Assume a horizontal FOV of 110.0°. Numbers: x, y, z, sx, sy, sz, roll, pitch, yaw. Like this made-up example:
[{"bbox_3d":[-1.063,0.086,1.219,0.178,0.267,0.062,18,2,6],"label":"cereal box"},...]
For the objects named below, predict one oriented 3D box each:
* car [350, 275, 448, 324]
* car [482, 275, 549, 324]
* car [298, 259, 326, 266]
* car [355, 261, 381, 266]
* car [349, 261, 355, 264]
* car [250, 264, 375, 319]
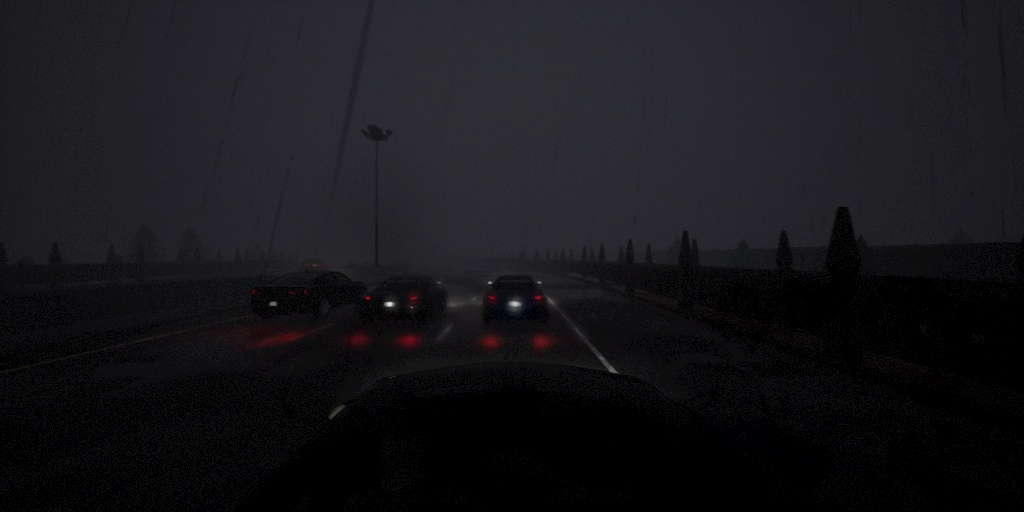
[{"bbox_3d":[-3.402,1.312,11.981,1.994,1.385,4.181,0,0,0],"label":"car"},{"bbox_3d":[0.100,1.312,11.976,1.994,1.385,4.181,0,0,0],"label":"car"},{"bbox_3d":[-23.254,1.094,41.774,2.097,1.767,4.553,0,0,-13],"label":"car"},{"bbox_3d":[-15.811,1.307,40.169,1.994,1.385,4.181,0,0,-11],"label":"car"},{"bbox_3d":[-21.239,1.343,48.280,1.895,1.301,4.718,0,0,-16],"label":"car"},{"bbox_3d":[-6.902,1.226,12.836,1.882,1.535,5.008,0,0,0],"label":"car"}]
